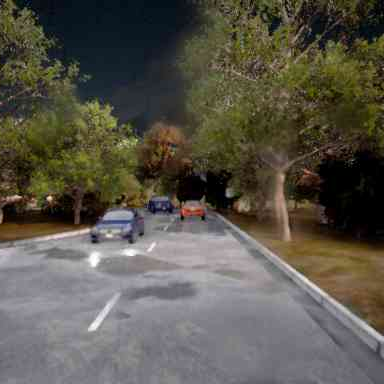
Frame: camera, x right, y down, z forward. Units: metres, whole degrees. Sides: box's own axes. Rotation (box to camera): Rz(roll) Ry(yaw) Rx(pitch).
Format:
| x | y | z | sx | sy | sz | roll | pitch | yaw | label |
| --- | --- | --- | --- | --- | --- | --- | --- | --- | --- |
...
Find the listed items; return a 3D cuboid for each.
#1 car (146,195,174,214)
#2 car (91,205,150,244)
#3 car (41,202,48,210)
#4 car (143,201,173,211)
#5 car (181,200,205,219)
| x | y | z | sx | sy | sz | roll | pitch | yaw | label |
| --- | --- | --- | --- | --- | --- | --- | --- | --- | --- |
| -3.551 | 1.396 | 37.836 | 2.150 | 2.045 | 5.566 | 1 | -1 | -14 | car |
| -3.367 | 1.537 | 15.876 | 1.812 | 1.442 | 4.674 | 0 | 0 | 0 | car |
| -18.871 | 1.923 | 46.733 | 4.181 | 1.385 | 1.994 | 0 | -1 | -3 | car |
| -4.725 | 1.880 | 45.976 | 1.994 | 1.385 | 4.181 | 1 | -2 | -42 | car |
| 0.057 | 1.470 | 30.083 | 2.097 | 1.767 | 4.553 | 0 | -1 | 0 | car |
